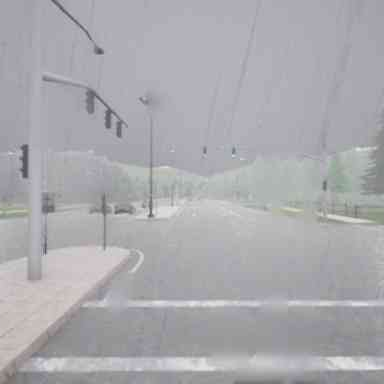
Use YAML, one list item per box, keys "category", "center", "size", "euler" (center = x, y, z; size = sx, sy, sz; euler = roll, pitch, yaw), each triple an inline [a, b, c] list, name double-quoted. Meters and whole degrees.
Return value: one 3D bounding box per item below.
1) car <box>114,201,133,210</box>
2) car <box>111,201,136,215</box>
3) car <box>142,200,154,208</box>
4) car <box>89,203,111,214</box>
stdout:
- category: "car"
  center: [-11.537, 2.222, 56.053]
  size: [2.033, 1.411, 5.357]
  euler: [0, -1, 1]
- category: "car"
  center: [-8.090, 2.052, 40.491]
  size: [1.994, 1.385, 4.181]
  euler: [0, -1, 0]
- category: "car"
  center: [-7.995, 2.225, 60.653]
  size: [2.128, 1.511, 4.902]
  euler: [0, -1, 0]
- category: "car"
  center: [-11.486, 2.067, 41.744]
  size: [1.994, 1.385, 4.181]
  euler: [0, -1, 0]
